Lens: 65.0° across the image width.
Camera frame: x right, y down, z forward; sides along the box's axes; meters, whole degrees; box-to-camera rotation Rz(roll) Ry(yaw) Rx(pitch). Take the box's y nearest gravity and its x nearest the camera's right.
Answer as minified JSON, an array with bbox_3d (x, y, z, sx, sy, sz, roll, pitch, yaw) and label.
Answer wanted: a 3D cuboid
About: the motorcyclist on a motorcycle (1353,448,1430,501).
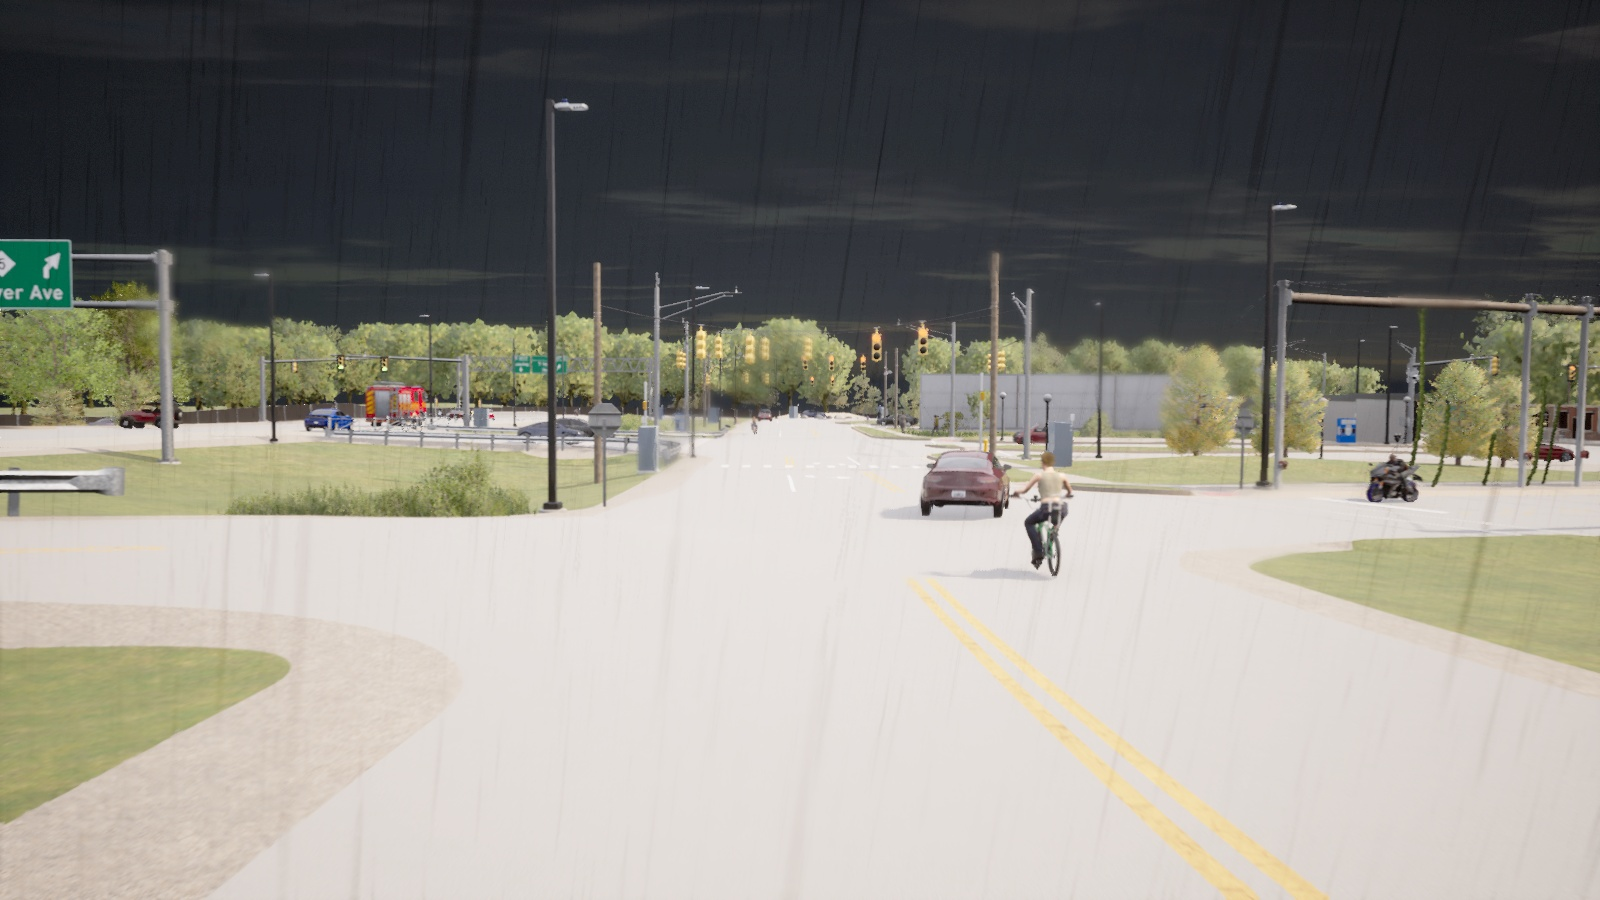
[{"bbox_3d":[17.970,0.743,38.156,2.191,1.530,0.866,0,3,-26],"label":"motorcyclist on a motorcycle"}]

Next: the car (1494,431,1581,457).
[{"bbox_3d":[44.901,-0.364,76.515,4.193,1.474,1.816,1,2,-3],"label":"car"}]

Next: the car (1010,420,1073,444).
[{"bbox_3d":[16.854,-1.263,87.814,3.988,1.617,1.851,0,2,0],"label":"car"}]

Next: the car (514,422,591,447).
[{"bbox_3d":[-14.814,-0.933,75.223,4.181,1.385,1.994,2,2,1],"label":"car"}]

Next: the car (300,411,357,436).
[{"bbox_3d":[-31.029,-1.744,82.781,1.882,1.535,5.008,2,2,-1],"label":"car"}]

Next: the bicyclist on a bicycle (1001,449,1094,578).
[{"bbox_3d":[3.252,0.803,16.632,0.866,1.612,1.509,0,0,-3],"label":"bicyclist on a bicycle"}]

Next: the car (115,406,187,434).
[{"bbox_3d":[-44.350,-2.032,85.837,3.866,1.878,1.905,0,2,-2],"label":"car"}]

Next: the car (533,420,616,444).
[{"bbox_3d":[-14.128,-1.145,78.824,4.892,1.490,1.837,0,2,-3],"label":"car"}]

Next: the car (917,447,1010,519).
[{"bbox_3d":[3.893,0.694,29.270,1.812,1.442,4.674,0,1,12],"label":"car"}]
